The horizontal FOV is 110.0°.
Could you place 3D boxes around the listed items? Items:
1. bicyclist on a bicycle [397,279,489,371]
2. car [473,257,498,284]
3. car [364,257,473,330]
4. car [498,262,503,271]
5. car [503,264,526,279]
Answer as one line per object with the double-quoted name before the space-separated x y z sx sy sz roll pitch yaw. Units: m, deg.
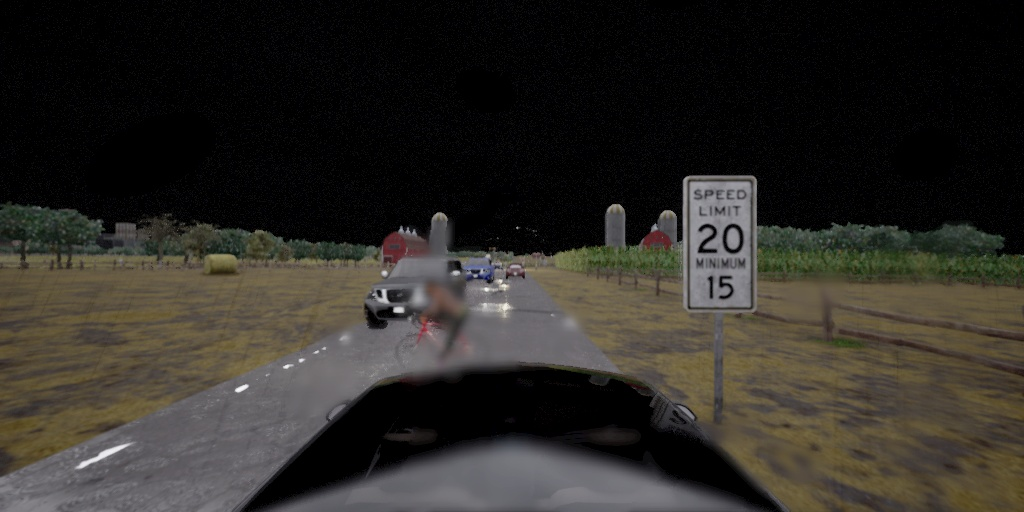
"bicyclist on a bicycle" -1.235 1.231 6.328 1.656 1.620 0.582 -2 0 0
"car" -2.611 1.124 28.931 2.150 2.045 5.566 0 0 1
"car" -2.789 1.028 11.768 2.150 2.045 5.566 0 -1 1
"car" -2.382 1.768 59.889 2.033 1.411 5.357 0 -1 1
"car" 0.328 1.476 35.430 1.812 1.442 4.674 0 0 1
